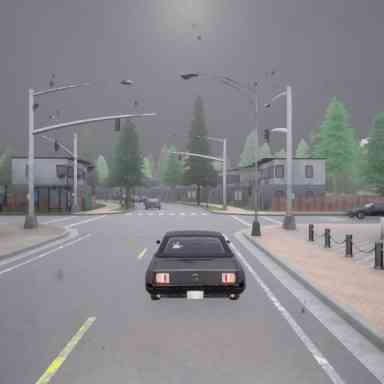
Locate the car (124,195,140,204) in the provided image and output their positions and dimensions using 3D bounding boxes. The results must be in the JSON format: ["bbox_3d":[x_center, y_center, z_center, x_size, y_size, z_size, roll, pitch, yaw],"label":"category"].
[{"bbox_3d":[-11.223,1.472,65.015,1.837,1.490,4.892,0,0,-26],"label":"car"}]

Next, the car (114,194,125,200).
[{"bbox_3d":[-16.966,1.322,79.982,4.674,1.442,1.812,0,0,45],"label":"car"}]

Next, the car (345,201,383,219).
[{"bbox_3d":[15.405,1.510,28.052,4.674,1.442,1.812,0,0,1],"label":"car"}]

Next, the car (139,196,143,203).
[{"bbox_3d":[-6.638,1.513,52.715,2.033,1.411,5.357,0,0,-15],"label":"car"}]

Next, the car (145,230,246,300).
[{"bbox_3d":[0.033,1.601,8.325,1.895,1.301,4.718,0,0,-1],"label":"car"}]

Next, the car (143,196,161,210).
[{"bbox_3d":[-4.946,1.491,42.447,1.812,1.442,4.674,0,0,-6],"label":"car"}]

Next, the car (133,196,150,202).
[{"bbox_3d":[-10.963,1.505,71.921,1.994,1.385,4.181,0,0,-36],"label":"car"}]
